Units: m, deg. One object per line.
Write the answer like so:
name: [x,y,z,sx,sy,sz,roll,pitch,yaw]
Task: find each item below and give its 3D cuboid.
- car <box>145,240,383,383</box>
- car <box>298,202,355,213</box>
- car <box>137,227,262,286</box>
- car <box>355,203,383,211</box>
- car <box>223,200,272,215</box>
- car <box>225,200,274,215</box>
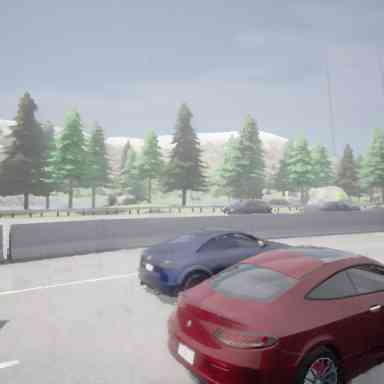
car: [1.887,1.524,4.729,4.674,1.442,1.812,0,0,-32]
car: [11.764,1.540,28.461,5.357,1.411,2.033,0,0,-17]
car: [0.802,1.563,8.098,4.181,1.385,1.994,0,0,-31]
car: [15.302,1.557,25.765,4.181,1.385,1.994,0,0,-16]
car: [4.909,1.558,29.679,4.181,1.385,1.994,0,0,-20]
car: [5.832,1.519,33.753,4.674,1.442,1.812,0,0,-20]
